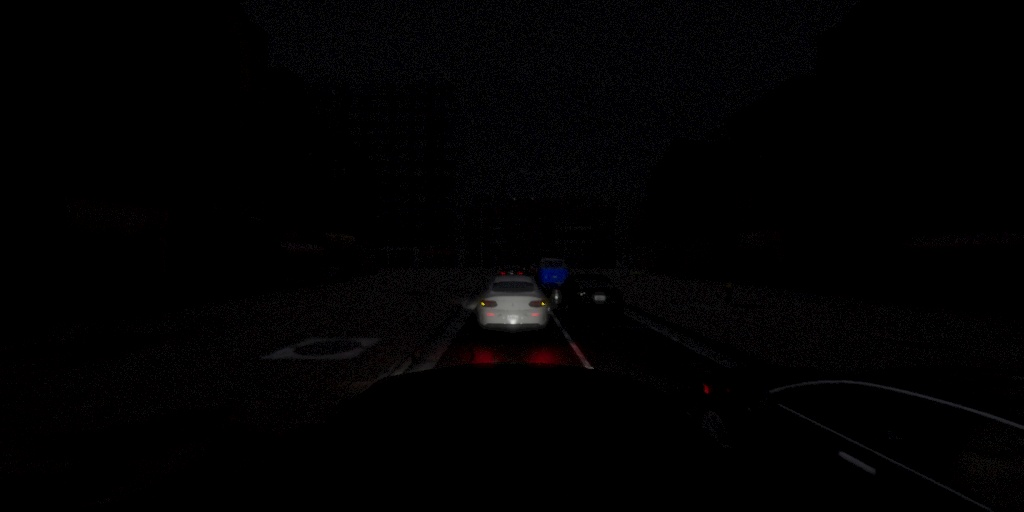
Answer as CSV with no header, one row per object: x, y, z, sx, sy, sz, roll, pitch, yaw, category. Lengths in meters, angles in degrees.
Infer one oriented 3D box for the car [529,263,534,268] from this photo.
2.582,1.120,29.093,1.967,1.591,4.097,0,0,0,car

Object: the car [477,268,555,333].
0.039,1.250,10.556,1.812,1.442,4.674,0,0,0,car

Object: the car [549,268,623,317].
2.616,1.284,12.780,1.948,1.339,4.313,0,0,0,car

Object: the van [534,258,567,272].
2.593,1.033,23.655,1.690,1.789,3.998,0,0,0,van

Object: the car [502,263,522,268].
0.014,1.232,27.137,2.033,1.411,5.357,0,0,0,car

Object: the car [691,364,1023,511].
2.639,1.300,1.906,2.007,1.370,4.403,0,0,0,car
